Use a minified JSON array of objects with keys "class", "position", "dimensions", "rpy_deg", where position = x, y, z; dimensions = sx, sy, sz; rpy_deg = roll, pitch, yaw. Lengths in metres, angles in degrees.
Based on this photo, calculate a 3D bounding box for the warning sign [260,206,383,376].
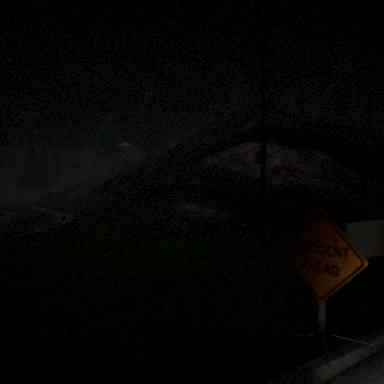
[{"class":"warning sign","position":[1.798,1.154,4.598],"dimensions":[1.060,1.860,1.300],"rpy_deg":[1,0,-35]}]
